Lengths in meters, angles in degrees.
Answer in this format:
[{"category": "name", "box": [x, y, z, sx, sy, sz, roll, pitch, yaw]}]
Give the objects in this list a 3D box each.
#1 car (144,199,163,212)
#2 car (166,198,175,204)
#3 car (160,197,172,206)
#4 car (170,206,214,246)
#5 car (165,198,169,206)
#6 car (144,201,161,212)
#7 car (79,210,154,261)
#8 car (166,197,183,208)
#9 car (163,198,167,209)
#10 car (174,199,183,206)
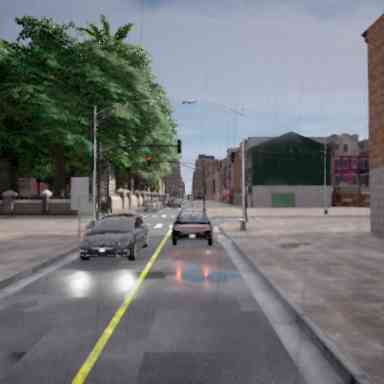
[{"category": "car", "box": [-5.503, 1.989, 45.184, 2.008, 1.369, 4.403, 1, -1, 0]}, {"category": "car", "box": [-5.832, 2.425, 90.468, 1.967, 1.590, 4.097, 1, -1, 0]}, {"category": "car", "box": [-5.700, 2.083, 74.120, 2.192, 1.841, 5.009, 1, -1, 0]}, {"category": "car", "box": [0.028, 1.644, 16.253, 2.128, 1.511, 4.902, 0, -1, 0]}, {"category": "car", "box": [-5.575, 2.140, 57.768, 1.947, 1.339, 4.313, 1, -1, 0]}, {"category": "car", "box": [-5.542, 1.985, 47.158, 1.752, 1.417, 4.829, 1, -1, 0]}, {"category": "car", "box": [-2.803, 1.627, 12.860, 1.837, 1.490, 4.892, 0, -1, 1]}, {"category": "car", "box": [-3.011, 1.940, 59.022, 2.097, 1.767, 4.553, 0, -1, 0]}, {"category": "car", "box": [-5.532, 2.065, 52.319, 2.008, 1.369, 4.403, 1, -1, 0]}, {"category": "car", "box": [-3.088, 2.272, 74.874, 1.812, 1.442, 4.674, 0, -1, 0]}]
